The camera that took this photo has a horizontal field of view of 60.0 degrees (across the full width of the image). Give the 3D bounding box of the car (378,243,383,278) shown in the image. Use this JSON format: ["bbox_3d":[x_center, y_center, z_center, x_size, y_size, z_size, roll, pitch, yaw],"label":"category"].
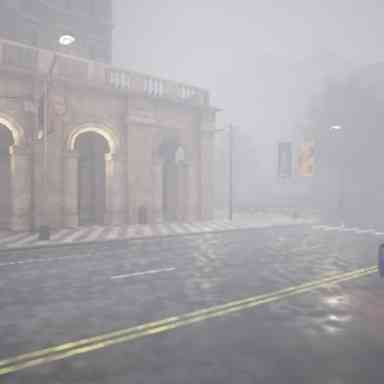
[{"bbox_3d":[6.820,1.561,8.743,5.008,1.535,1.882,0,0,-36],"label":"car"}]

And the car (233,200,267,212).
[{"bbox_3d":[7.266,1.746,42.249,1.837,1.490,4.892,1,0,-36],"label":"car"}]
